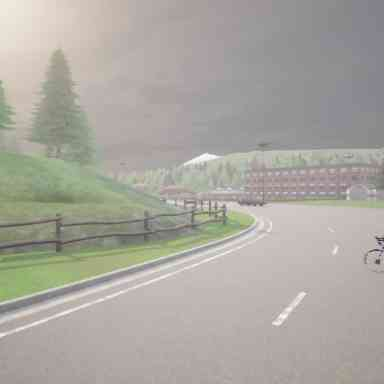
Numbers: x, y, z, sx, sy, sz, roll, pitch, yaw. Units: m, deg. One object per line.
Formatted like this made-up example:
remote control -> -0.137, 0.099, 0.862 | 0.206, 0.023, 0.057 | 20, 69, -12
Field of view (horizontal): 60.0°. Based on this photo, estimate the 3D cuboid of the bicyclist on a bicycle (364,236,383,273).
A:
bicyclist on a bicycle -> 5.574, 1.455, 9.031 | 1.656, 1.620, 0.582 | -3, -1, 30

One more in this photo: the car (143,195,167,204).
car -> -6.922, 1.601, 63.762 | 1.895, 1.301, 4.718 | 0, 0, -40

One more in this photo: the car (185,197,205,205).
car -> 0.420, 1.564, 60.125 | 1.994, 1.385, 4.181 | 0, 0, -38

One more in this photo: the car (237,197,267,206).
car -> 9.636, 1.547, 53.388 | 2.033, 1.411, 5.357 | 0, 0, -33
